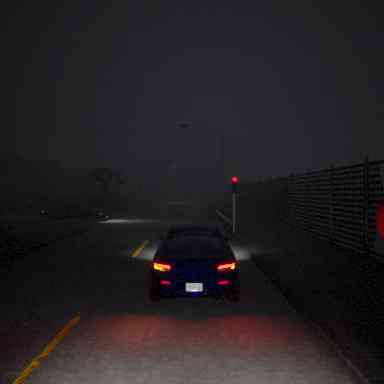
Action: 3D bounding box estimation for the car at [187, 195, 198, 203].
[{"bbox_3d":[0.102,1.502,71.131,1.837,1.490,4.892,0,0,0],"label":"car"}]

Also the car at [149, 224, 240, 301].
[{"bbox_3d":[0.061,1.526,8.210,1.812,1.442,4.674,0,0,1],"label":"car"}]

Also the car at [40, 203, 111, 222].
[{"bbox_3d":[-9.207,1.547,26.392,5.357,1.411,2.033,0,0,11],"label":"car"}]
